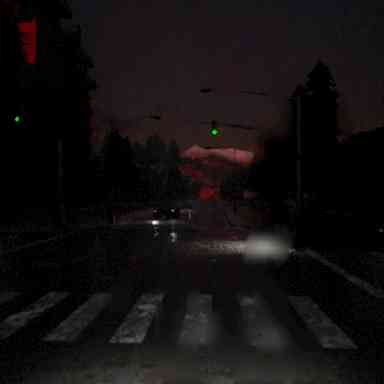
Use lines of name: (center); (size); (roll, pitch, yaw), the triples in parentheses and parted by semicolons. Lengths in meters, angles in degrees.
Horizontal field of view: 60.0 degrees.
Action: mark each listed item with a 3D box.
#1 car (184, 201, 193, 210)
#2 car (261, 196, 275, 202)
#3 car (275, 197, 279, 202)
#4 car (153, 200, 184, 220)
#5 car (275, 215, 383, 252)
car: (-0.940, 1.988, 50.934); (1.895, 1.301, 4.718); (0, 0, 4)
car: (18.641, 1.990, 82.130); (1.845, 1.501, 3.633); (0, 0, 4)
car: (22.174, 2.053, 89.304); (1.970, 1.475, 3.806); (0, 0, 4)
car: (-2.300, 1.603, 31.328); (2.097, 1.767, 4.553); (0, 0, 4)
car: (5.687, 1.688, 14.098); (4.181, 1.385, 1.994); (0, 0, 5)
